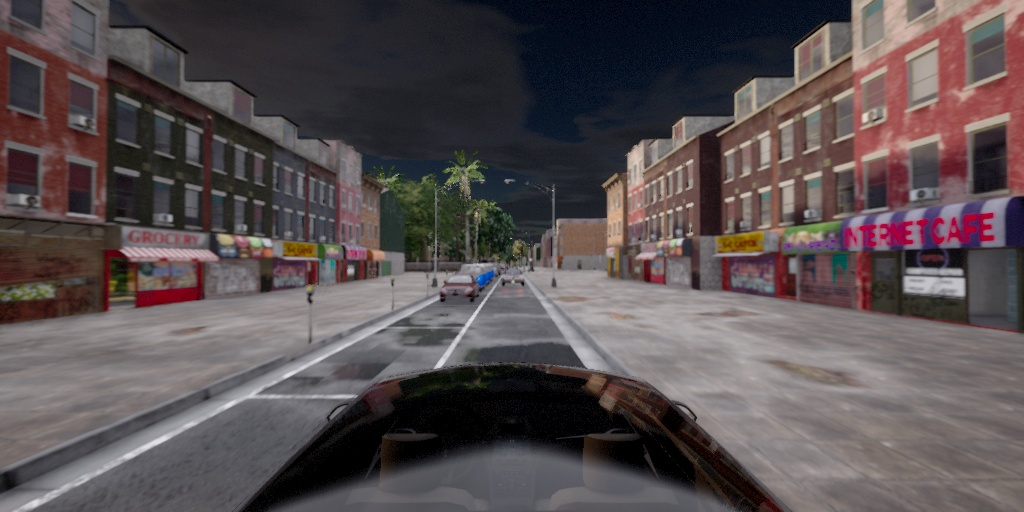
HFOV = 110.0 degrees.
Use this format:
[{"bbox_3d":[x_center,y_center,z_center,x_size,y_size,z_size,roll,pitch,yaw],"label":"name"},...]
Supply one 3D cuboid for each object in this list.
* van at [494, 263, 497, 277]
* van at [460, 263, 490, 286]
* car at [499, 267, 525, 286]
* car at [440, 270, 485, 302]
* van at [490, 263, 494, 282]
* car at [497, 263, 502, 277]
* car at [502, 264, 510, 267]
[{"bbox_3d":[-2.640,1.631,35.209,1.690,1.789,3.998,0,0,0],"label":"van"},{"bbox_3d":[-2.639,1.450,24.282,1.690,1.789,3.998,0,0,0],"label":"van"},{"bbox_3d":[0.090,1.820,30.888,1.895,1.301,4.718,0,-1,0],"label":"car"},{"bbox_3d":[-2.639,1.601,18.818,1.802,1.307,4.207,0,0,0],"label":"car"},{"bbox_3d":[-2.640,1.541,29.746,1.690,1.789,3.998,0,0,0],"label":"van"},{"bbox_3d":[-2.641,2.022,46.136,2.007,1.370,4.403,0,0,0],"label":"car"},{"bbox_3d":[0.056,1.992,43.530,1.994,1.385,4.181,0,-1,0],"label":"car"}]
